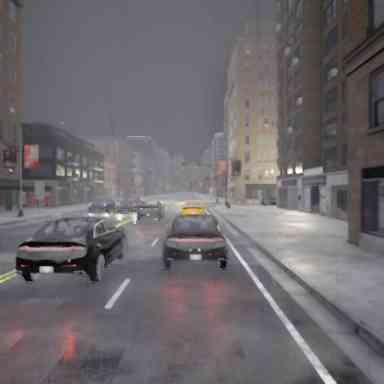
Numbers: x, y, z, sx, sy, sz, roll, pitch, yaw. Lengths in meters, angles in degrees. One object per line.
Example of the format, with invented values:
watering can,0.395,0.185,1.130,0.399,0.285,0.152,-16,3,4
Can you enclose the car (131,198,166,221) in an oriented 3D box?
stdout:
car,-3.158,1.436,26.407,2.128,1.511,4.902,0,0,0

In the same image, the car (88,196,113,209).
car,-9.818,1.277,36.498,2.097,1.767,4.553,0,0,0

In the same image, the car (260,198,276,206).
car,12.381,1.490,49.775,4.313,1.339,1.947,0,0,0

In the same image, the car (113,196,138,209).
car,-6.575,1.279,35.394,2.097,1.767,4.553,0,0,0

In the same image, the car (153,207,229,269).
car,0.095,1.467,11.024,2.128,1.511,4.902,0,0,0

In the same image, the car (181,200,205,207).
car,0.091,1.420,27.684,1.882,1.535,5.008,0,0,0

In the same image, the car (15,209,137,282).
car,-3.154,1.469,9.637,2.128,1.511,4.902,0,0,0
